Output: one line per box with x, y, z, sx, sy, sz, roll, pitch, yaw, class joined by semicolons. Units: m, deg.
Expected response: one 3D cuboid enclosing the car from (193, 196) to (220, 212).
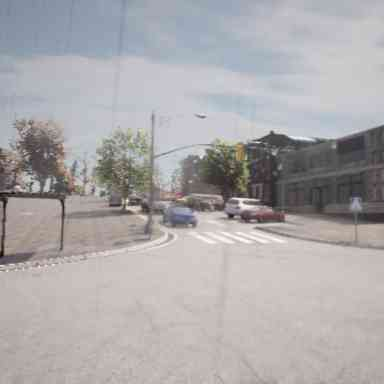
3.102;1.707;42.302;4.892;1.521;2.231;3;0;-37;car

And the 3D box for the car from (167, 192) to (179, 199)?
-1.379;1.322;56.745;4.674;1.452;2.002;3;1;-37;car

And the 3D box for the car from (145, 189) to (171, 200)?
-7.879;0.584;76.802;5.566;2.045;2.435;5;-5;-38;car

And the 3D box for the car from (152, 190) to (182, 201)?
-5.045;0.687;68.229;5.566;2.045;2.435;3;1;-38;car

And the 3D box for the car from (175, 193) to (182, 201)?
0.574;1.456;51.082;5.366;1.575;1.946;3;1;-37;car

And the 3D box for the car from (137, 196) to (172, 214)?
-4.151;1.534;35.616;2.033;1.411;5.357;2;1;-19;car

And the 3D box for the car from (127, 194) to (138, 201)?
-15.425;1.529;86.736;1.812;1.442;4.674;1;-6;3;car

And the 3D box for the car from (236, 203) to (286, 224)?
6.686;2.085;30.766;4.674;1.452;2.002;3;1;-37;car

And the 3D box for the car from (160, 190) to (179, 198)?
-3.965;1.030;65.487;5.366;1.575;1.946;3;0;-38;car

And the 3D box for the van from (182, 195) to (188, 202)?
1.243;1.306;48.004;4.442;1.987;1.878;3;1;-37;van

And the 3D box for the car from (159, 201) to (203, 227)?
-0.970;1.807;25.782;1.812;1.442;4.674;2;1;-18;car

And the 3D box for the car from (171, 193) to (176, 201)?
-0.466;1.407;53.858;4.674;1.452;2.002;3;1;-37;car

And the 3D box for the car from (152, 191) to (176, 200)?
-6.005;0.725;71.128;4.553;1.767;2.185;3;0;-38;car

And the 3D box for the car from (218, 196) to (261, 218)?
5.822;1.710;33.664;5.566;2.045;2.435;3;1;-37;car

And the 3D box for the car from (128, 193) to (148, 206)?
-7.726;1.215;46.827;1.994;1.385;4.181;2;1;-18;car

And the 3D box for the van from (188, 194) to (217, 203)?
2.140;1.392;45.113;4.442;1.987;1.878;3;1;-37;van
